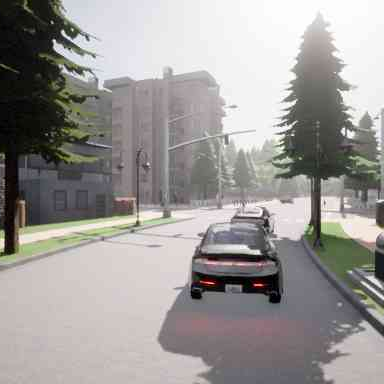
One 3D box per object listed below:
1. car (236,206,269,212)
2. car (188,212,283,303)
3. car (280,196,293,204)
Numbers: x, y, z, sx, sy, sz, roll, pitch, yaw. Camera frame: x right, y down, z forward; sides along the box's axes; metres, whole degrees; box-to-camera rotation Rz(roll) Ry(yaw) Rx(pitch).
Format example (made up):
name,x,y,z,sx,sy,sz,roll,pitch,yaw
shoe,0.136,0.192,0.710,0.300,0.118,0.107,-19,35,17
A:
name,x,y,z,sx,sy,sz,roll,pitch,yaw
car,3.230,1.492,17.384,2.128,1.511,4.902,0,0,18
car,1.104,1.492,8.277,2.128,1.511,4.902,0,0,9
car,17.985,1.512,63.040,1.882,1.535,5.008,0,0,24
